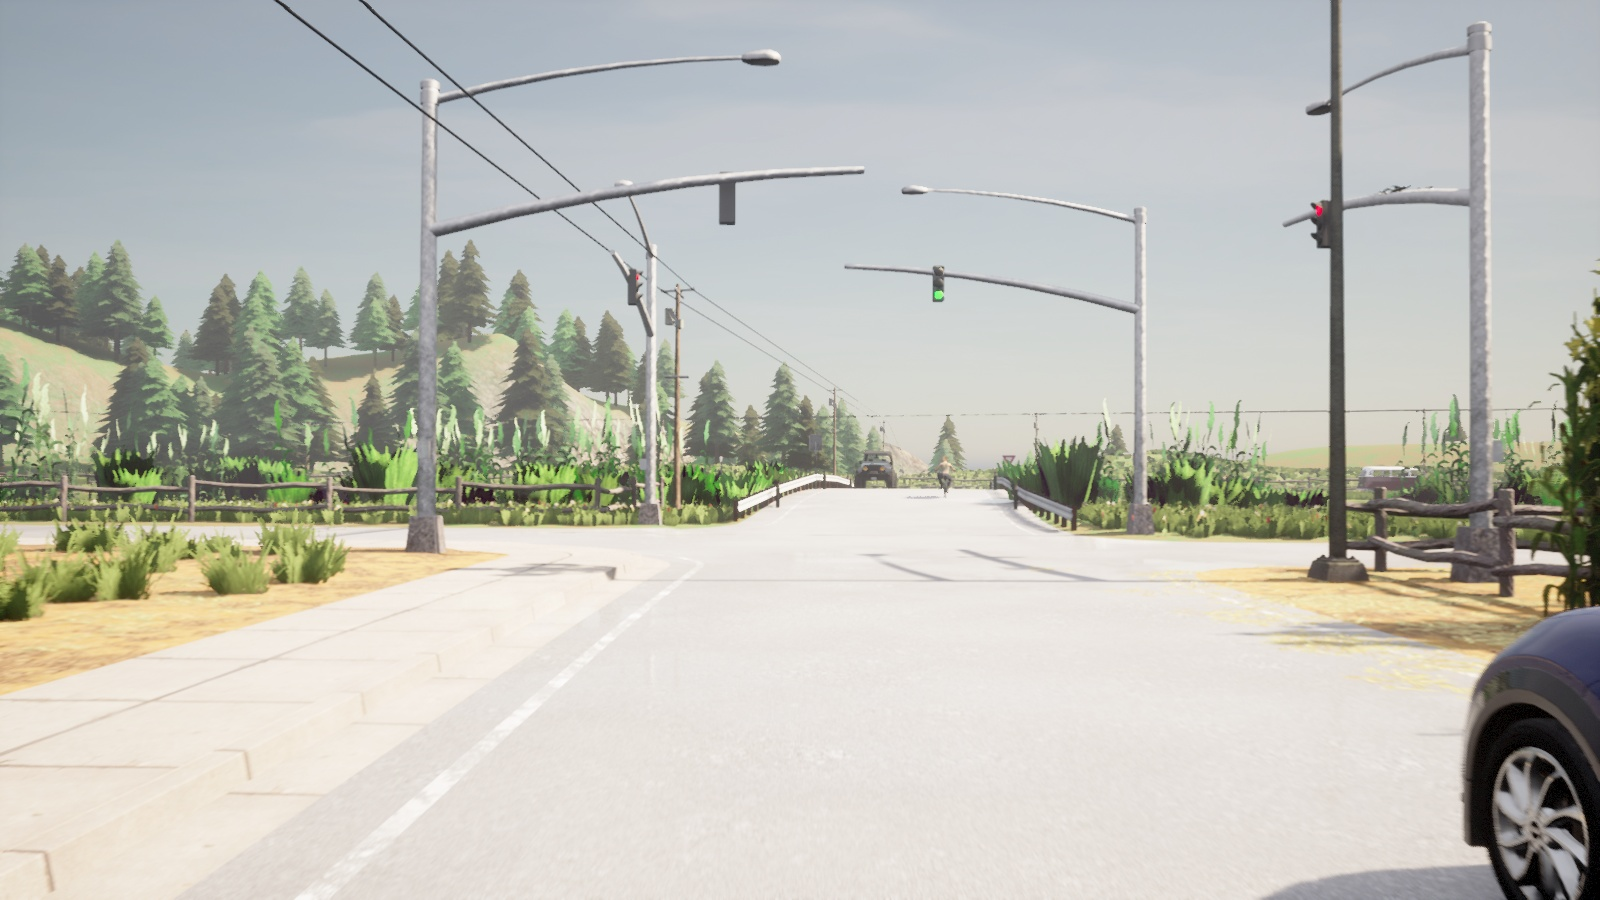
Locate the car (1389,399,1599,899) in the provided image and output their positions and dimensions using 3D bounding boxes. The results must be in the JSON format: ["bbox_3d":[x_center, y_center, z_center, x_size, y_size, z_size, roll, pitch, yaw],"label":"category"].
[{"bbox_3d":[3.492,0.708,2.900,2.097,1.767,4.553,0,-1,0],"label":"car"}]

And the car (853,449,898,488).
[{"bbox_3d":[3.766,0.928,61.954,1.905,1.878,3.866,0,-2,8],"label":"car"}]

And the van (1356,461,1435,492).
[{"bbox_3d":[40.719,1.814,85.951,4.480,2.038,2.069,0,-1,6],"label":"van"}]
